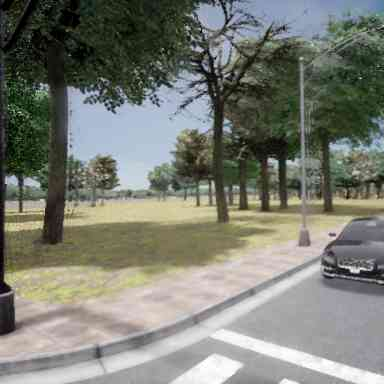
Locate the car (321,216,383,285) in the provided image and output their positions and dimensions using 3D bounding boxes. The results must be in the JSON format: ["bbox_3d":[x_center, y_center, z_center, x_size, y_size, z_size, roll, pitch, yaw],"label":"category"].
[{"bbox_3d":[5.170,1.488,9.327,1.837,1.490,4.892,-1,0,39],"label":"car"}]
